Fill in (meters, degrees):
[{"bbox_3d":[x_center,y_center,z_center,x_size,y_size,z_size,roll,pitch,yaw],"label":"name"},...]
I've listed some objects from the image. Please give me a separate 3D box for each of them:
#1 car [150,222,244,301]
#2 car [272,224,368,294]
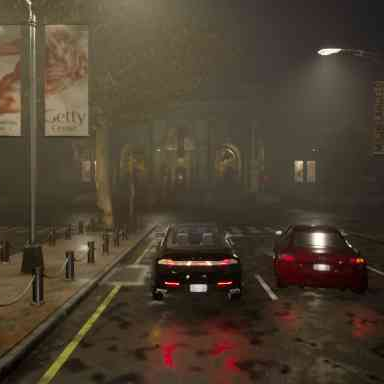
[{"bbox_3d":[0.077,1.492,8.327,2.128,1.511,4.902,0,0,-1],"label":"car"},{"bbox_3d":[3.248,1.564,8.981,1.994,1.385,4.181,0,0,14],"label":"car"}]
